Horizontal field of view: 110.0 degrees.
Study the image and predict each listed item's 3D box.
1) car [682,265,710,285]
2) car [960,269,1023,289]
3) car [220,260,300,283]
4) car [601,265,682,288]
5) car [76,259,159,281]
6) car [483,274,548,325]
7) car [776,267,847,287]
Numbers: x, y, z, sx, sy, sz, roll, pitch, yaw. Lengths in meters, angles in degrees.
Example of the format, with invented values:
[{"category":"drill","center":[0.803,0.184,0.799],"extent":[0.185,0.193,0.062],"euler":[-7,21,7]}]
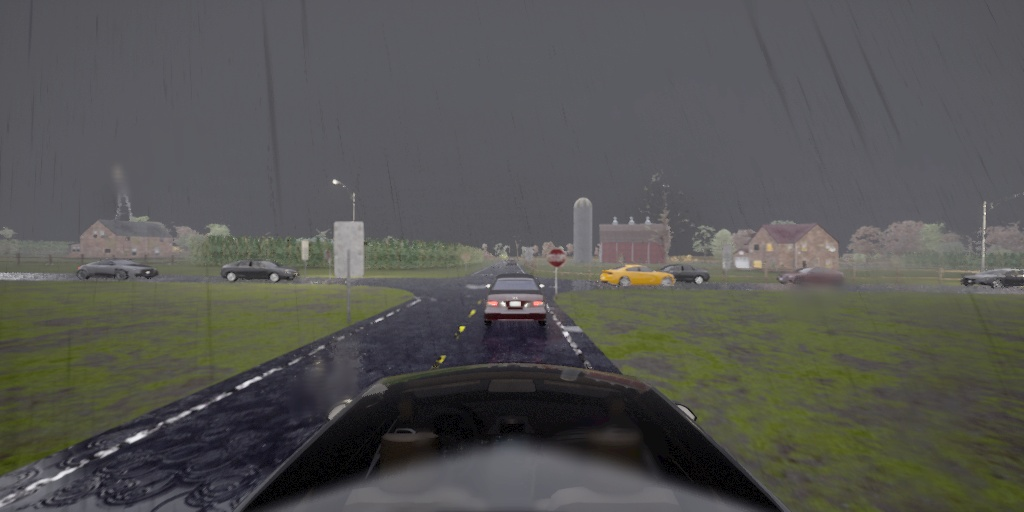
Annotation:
[{"category":"car","center":[12.732,1.411,27.939],"extent":[4.892,1.490,1.837],"euler":[1,1,1]},{"category":"car","center":[38.128,1.753,27.964],"extent":[4.892,1.490,1.837],"euler":[1,1,0]},{"category":"car","center":[-17.341,1.015,24.833],"extent":[4.892,1.490,1.837],"euler":[1,1,0]},{"category":"car","center":[8.724,1.366,24.844],"extent":[5.008,1.535,1.882],"euler":[1,0,-8]},{"category":"car","center":[-27.181,0.928,24.796],"extent":[4.181,1.385,1.994],"euler":[1,1,0]},{"category":"car","center":[0.114,1.284,11.788],"extent":[2.033,1.411,5.357],"euler":[0,0,1]},{"category":"car","center":[23.283,1.577,27.931],"extent":[4.674,1.442,1.812],"euler":[1,1,0]}]
